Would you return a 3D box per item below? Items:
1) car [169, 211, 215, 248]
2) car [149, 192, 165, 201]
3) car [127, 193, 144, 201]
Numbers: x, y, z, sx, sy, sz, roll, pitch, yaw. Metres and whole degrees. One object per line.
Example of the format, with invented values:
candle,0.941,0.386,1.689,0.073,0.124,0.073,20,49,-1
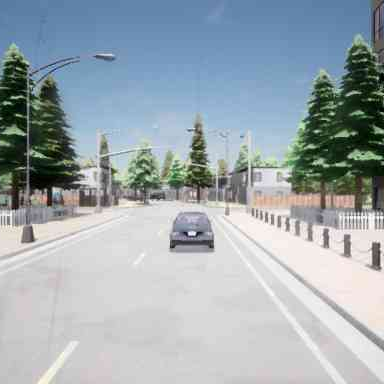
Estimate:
car,0.000,1.561,14.650,2.033,1.411,5.357,0,0,0
car,-8.545,1.072,82.077,2.150,2.045,5.566,0,0,-31
car,-13.751,1.499,84.024,2.033,1.411,5.357,0,0,-31
